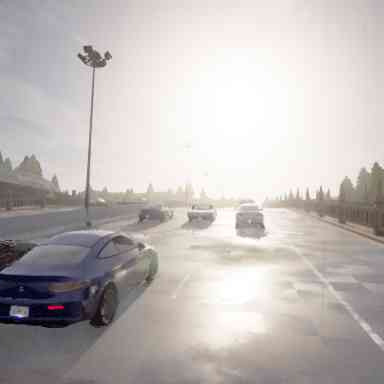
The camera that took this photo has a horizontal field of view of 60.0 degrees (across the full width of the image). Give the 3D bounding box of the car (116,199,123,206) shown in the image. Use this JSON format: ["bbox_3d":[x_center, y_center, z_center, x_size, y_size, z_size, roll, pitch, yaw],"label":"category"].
[{"bbox_3d":[-9.709,1.680,49.665,1.895,1.301,4.718,0,-1,9],"label":"car"}]

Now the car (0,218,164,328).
[{"bbox_3d":[-2.085,1.525,6.988,1.812,1.442,4.674,0,0,9],"label":"car"}]

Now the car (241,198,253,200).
[{"bbox_3d":[6.443,1.476,38.916,1.882,1.535,5.008,0,0,9],"label":"car"}]

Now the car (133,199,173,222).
[{"bbox_3d":[-2.729,1.520,25.561,1.812,1.442,4.674,0,0,9],"label":"car"}]

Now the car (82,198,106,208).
[{"bbox_3d":[-13.707,1.535,46.952,1.812,1.442,4.674,0,-1,9],"label":"car"}]

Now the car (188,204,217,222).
[{"bbox_3d":[0.928,1.598,26.287,1.895,1.301,4.718,0,0,9],"label":"car"}]

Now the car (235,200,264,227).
[{"bbox_3d":[3.883,1.525,22.613,1.812,1.442,4.674,0,0,9],"label":"car"}]

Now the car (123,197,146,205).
[{"bbox_3d":[-7.076,1.474,44.124,1.882,1.535,5.008,0,-1,9],"label":"car"}]
